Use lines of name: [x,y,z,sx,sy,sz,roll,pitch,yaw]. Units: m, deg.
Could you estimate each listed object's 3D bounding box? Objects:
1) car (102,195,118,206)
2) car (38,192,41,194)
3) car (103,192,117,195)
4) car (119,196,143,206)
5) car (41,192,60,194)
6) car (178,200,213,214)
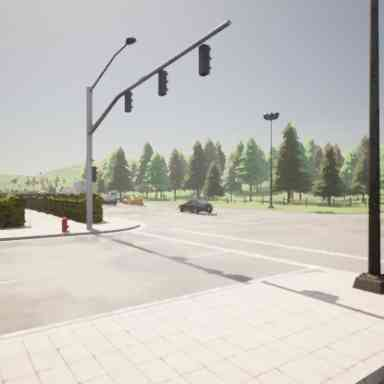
car: [-14.346,1.589,56.007,1.895,1.301,4.718,0,0,-35]
car: [-29.754,1.050,65.879,2.150,2.045,5.566,0,0,-35]
car: [-18.219,1.042,73.812,2.150,2.045,5.566,0,0,-35]
car: [-9.915,1.464,55.739,1.882,1.535,5.008,0,0,-35]
car: [-24.085,1.214,57.637,2.150,2.045,5.566,0,0,-35]
car: [0.364,1.514,34.553,1.812,1.442,4.674,0,0,-34]
